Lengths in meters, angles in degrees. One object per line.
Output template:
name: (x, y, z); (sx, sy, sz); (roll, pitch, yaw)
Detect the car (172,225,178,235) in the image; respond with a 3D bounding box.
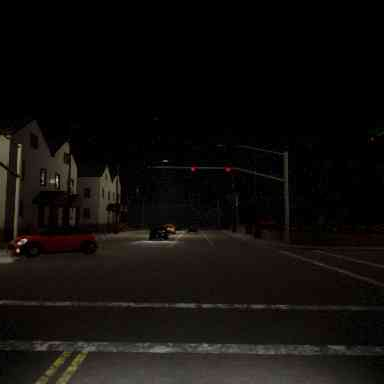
car: (-3.504, 5.720, 50.395); (1.882, 1.535, 5.008); (0, -4, 0)

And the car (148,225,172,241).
car: (-3.532, 4.468, 36.115); (1.837, 1.490, 4.892); (0, -6, 0)

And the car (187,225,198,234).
car: (0.105, 6.475, 57.881); (2.033, 1.411, 5.357); (0, -5, 0)

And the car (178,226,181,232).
car: (-3.378, 7.442, 68.148); (1.994, 1.385, 4.181); (0, -5, 0)

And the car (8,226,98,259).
car: (-7.768, 2.729, 18.866); (4.553, 1.767, 2.097); (5, -8, -40)
